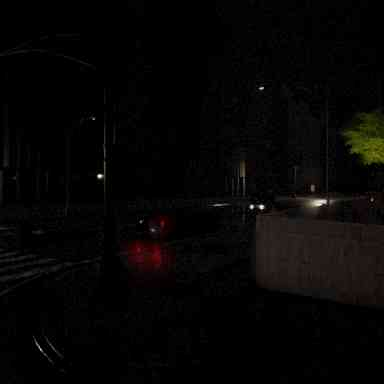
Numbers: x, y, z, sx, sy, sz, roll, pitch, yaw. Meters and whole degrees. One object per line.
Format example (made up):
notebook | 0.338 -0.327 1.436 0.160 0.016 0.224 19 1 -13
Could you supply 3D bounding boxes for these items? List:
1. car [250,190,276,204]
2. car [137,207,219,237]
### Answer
car | 10.768 0.702 49.954 2.150 2.045 5.566 0 1 35
car | -0.503 1.410 16.925 1.895 1.301 4.718 0 1 35
